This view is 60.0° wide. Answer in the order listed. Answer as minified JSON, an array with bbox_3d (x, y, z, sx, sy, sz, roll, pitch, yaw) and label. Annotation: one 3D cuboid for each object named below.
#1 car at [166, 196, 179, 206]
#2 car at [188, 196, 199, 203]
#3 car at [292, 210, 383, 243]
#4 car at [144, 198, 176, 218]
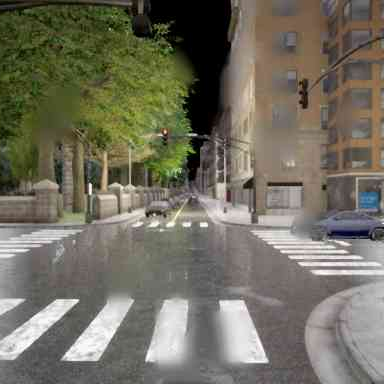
[{"bbox_3d":[-2.997,1.453,40.777,1.837,1.490,4.892,0,1,0],"label":"car"},{"bbox_3d":[0.255,1.423,63.833,1.812,1.442,4.674,0,0,0],"label":"car"},{"bbox_3d":[6.915,1.569,15.709,4.181,1.385,1.994,0,0,1],"label":"car"},{"bbox_3d":[-2.998,1.518,30.708,2.033,1.411,5.357,0,0,4],"label":"car"}]
